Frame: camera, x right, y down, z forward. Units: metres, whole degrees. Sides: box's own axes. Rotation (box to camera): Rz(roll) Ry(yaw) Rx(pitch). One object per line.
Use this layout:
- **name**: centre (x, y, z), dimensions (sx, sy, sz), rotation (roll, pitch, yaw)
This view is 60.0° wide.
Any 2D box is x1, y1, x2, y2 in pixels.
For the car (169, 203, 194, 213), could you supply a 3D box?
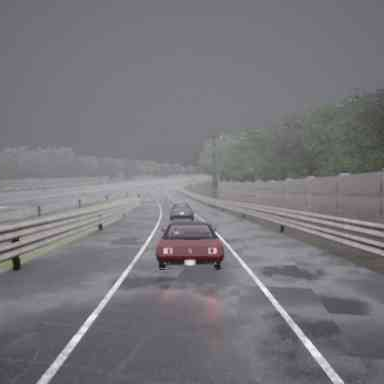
- **car**: centre (-0.910, 1.628, 28.032), dimensions (1.994, 1.385, 4.181), rotation (0, 0, -4)

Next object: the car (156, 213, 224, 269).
- **car**: centre (-0.100, 1.626, 11.208), dimensions (1.895, 1.301, 4.718), rotation (0, 0, -1)
